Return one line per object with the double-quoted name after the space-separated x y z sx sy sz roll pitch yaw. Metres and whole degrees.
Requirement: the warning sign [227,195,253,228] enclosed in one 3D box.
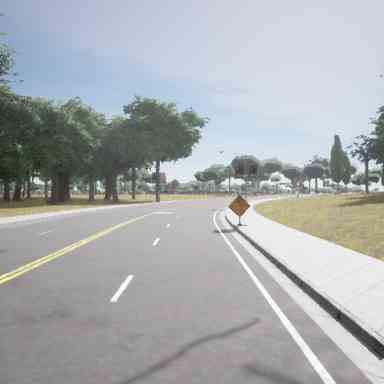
2.829 1.127 19.750 1.300 1.860 1.060 -1 -1 0 "warning sign"
